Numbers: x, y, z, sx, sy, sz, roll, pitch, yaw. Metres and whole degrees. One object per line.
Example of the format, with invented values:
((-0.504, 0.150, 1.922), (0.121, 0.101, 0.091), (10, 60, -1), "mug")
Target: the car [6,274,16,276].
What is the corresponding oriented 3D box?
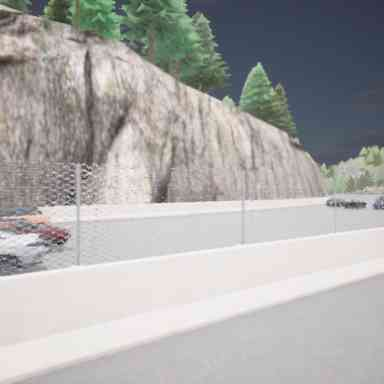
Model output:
((-6.228, 1.542, 8.229), (4.674, 1.442, 1.812), (0, 0, -36), "car")
